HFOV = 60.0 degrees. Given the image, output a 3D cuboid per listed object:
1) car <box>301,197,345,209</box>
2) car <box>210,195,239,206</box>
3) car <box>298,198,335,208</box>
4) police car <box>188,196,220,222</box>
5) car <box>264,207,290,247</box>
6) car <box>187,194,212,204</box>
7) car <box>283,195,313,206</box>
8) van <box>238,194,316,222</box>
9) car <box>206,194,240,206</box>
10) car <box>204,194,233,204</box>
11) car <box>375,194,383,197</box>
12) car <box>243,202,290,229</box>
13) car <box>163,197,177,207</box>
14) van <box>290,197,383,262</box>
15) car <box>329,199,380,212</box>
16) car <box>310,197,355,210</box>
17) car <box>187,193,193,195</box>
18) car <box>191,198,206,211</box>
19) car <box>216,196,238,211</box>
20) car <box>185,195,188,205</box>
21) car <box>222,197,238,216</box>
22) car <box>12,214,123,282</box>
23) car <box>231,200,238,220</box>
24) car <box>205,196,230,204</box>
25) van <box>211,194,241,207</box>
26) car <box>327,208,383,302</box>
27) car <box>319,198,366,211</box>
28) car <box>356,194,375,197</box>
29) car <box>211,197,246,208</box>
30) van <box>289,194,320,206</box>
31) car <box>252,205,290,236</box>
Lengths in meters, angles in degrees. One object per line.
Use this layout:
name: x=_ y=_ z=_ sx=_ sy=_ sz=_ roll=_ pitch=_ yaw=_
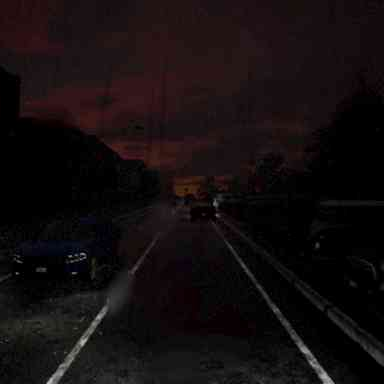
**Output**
car: x=18.253 y=1.504 z=46.488 sx=5.366 sy=1.575 sz=1.946 roll=0 pitch=0 yaw=0
car: x=5.277 y=1.404 z=54.716 sx=4.553 sy=1.767 sz=2.185 roll=0 pitch=0 yaw=0
car: x=18.419 y=1.555 z=49.274 sx=4.674 sy=1.452 sz=2.002 roll=0 pitch=0 yaw=0
police car: x=0.836 y=1.424 z=26.692 sx=1.930 sy=1.638 sz=5.238 roll=0 pitch=0 yaw=0
car: x=5.577 y=1.472 z=12.669 sx=5.008 sy=1.535 sz=2.097 roll=0 pitch=0 yaw=0
car: x=0.784 y=1.363 z=36.573 sx=2.097 sy=1.767 sz=4.553 roll=0 pitch=0 yaw=0
car: x=18.341 y=1.417 z=57.627 sx=4.553 sy=1.767 sz=2.185 roll=0 pitch=0 yaw=0
van: x=5.410 y=1.244 z=21.078 sx=4.442 sy=1.987 sz=1.878 roll=0 pitch=0 yaw=0
car: x=5.321 y=1.290 z=57.517 sx=5.566 sy=2.045 sz=2.435 roll=0 pitch=0 yaw=0
car: x=5.279 y=1.339 z=65.927 sx=5.566 sy=2.045 sz=2.435 roll=0 pitch=0 yaw=0
car: x=18.538 y=1.218 z=26.995 sx=5.566 sy=2.045 sz=2.435 roll=0 pitch=0 yaw=0
car: x=5.516 y=1.500 z=18.275 sx=4.792 sy=1.488 sz=2.163 roll=0 pitch=0 yaw=0
car: x=-3.596 y=1.588 z=53.829 sx=1.812 sy=1.442 sz=4.674 roll=0 pitch=0 yaw=0
van: x=5.484 y=1.248 z=9.865 sx=4.442 sy=1.987 sz=1.878 roll=0 pitch=0 yaw=0
car: x=18.522 y=1.513 z=38.133 sx=4.792 sy=1.488 sz=2.163 roll=0 pitch=0 yaw=0
car: x=18.451 y=1.499 z=43.703 sx=5.008 sy=1.535 sz=2.097 roll=0 pitch=0 yaw=0
car: x=-0.408 y=1.340 z=78.121 sx=2.150 sy=2.045 sz=5.566 roll=0 pitch=-1 yaw=0
car: x=0.752 y=1.533 z=42.612 sx=1.837 sy=1.490 sz=4.892 roll=0 pitch=0 yaw=0
car: x=5.411 y=1.482 z=37.890 sx=4.892 sy=1.521 sz=2.231 roll=0 pitch=0 yaw=0
car: x=-0.311 y=1.643 z=59.373 sx=1.994 sy=1.385 sz=4.181 roll=0 pitch=0 yaw=0
car: x=5.466 y=1.468 z=29.485 sx=5.008 sy=1.535 sz=2.097 roll=0 pitch=0 yaw=0
car: x=-3.400 y=1.476 z=9.970 sx=1.882 sy=1.535 sz=5.008 roll=0 pitch=0 yaw=0
car: x=5.537 y=1.498 z=23.882 sx=4.792 sy=1.488 sz=2.163 roll=0 pitch=0 yaw=0
car: x=5.231 y=1.614 z=68.726 sx=4.892 sy=1.521 sz=2.231 roll=0 pitch=-1 yaw=0
van: x=5.209 y=1.296 z=51.911 sx=4.442 sy=1.987 sz=1.878 roll=0 pitch=0 yaw=0
car: x=5.651 y=1.349 z=7.063 sx=4.553 sy=1.767 sz=2.185 roll=0 pitch=0 yaw=0
car: x=18.446 y=1.521 z=40.918 sx=4.792 sy=1.488 sz=2.163 roll=0 pitch=0 yaw=0
car: x=18.484 y=1.226 z=35.351 sx=5.566 sy=2.045 sz=2.435 roll=0 pitch=0 yaw=0
car: x=5.336 y=1.515 z=49.107 sx=4.892 sy=1.521 sz=2.231 roll=0 pitch=0 yaw=0
van: x=18.504 y=1.305 z=54.848 sx=4.442 sy=1.987 sz=1.878 roll=0 pitch=0 yaw=0
car: x=5.535 y=1.501 z=15.472 sx=4.792 sy=1.488 sz=2.163 roll=0 pitch=0 yaw=0
